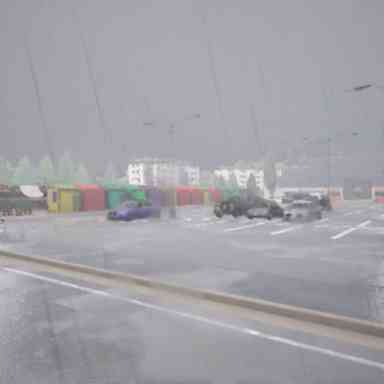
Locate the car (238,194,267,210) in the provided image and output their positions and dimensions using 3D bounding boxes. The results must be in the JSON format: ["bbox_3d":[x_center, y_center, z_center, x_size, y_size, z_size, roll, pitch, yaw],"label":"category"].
[{"bbox_3d":[7.953,1.243,43.454,1.932,1.855,4.605,0,0,36],"label":"car"}]

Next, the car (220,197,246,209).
[{"bbox_3d":[5.642,1.468,45.199,1.784,1.438,3.905,0,0,36],"label":"car"}]

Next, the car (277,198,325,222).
[{"bbox_3d":[8.208,1.451,24.768,1.970,1.475,3.806,0,0,36],"label":"car"}]

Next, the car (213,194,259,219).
[{"bbox_3d":[3.652,1.238,27.990,1.932,1.855,4.605,0,0,36],"label":"car"}]

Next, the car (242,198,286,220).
[{"bbox_3d":[5.859,1.434,26.462,1.784,1.438,3.905,0,0,36],"label":"car"}]

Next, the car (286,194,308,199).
[{"bbox_3d":[18.179,1.218,57.681,1.905,1.878,3.866,0,0,36],"label":"car"}]

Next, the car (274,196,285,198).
[{"bbox_3d":[15.838,1.472,59.382,1.970,1.475,3.806,0,0,36],"label":"car"}]
